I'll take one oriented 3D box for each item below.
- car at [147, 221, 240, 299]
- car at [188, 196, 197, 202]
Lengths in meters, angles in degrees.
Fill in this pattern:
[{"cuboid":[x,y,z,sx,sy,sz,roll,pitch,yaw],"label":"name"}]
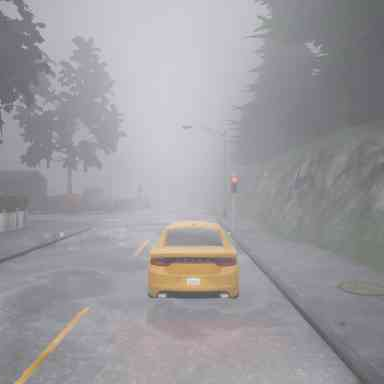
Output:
[{"cuboid":[0.049,1.478,8.528,1.882,1.535,5.008,0,0,1],"label":"car"},{"cuboid":[0.012,1.508,71.061,1.895,1.301,4.718,0,0,0],"label":"car"}]
